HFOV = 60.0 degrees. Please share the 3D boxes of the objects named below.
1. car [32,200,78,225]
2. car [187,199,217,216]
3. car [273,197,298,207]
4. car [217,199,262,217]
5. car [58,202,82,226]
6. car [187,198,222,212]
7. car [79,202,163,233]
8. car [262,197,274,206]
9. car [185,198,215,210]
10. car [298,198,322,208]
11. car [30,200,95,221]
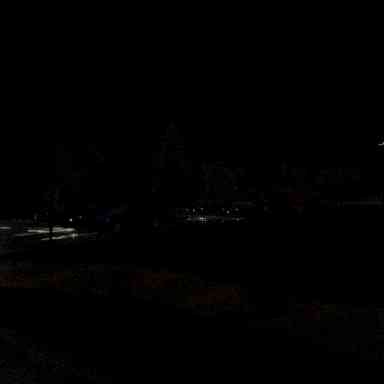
[{"bbox_3d":[-9.156,1.491,24.486,2.128,1.511,4.902,0,0,36],"label":"car"},{"bbox_3d":[1.613,1.504,33.331,1.837,1.490,4.892,0,0,36],"label":"car"},{"bbox_3d":[15.026,1.547,51.594,2.033,1.411,5.357,0,0,36],"label":"car"},{"bbox_3d":[4.575,1.526,31.427,1.812,1.442,4.674,0,0,36],"label":"car"},{"bbox_3d":[-6.387,1.564,22.345,1.994,1.385,4.181,0,0,36],"label":"car"},{"bbox_3d":[1.510,1.526,39.112,1.812,1.442,4.674,0,0,36],"label":"car"},{"bbox_3d":[-3.862,1.478,19.860,1.882,1.535,5.008,0,0,36],"label":"car"},{"bbox_3d":[12.345,1.523,53.853,1.882,1.535,5.008,0,0,36],"label":"car"},{"bbox_3d":[1.136,1.564,44.555,1.994,1.385,4.181,0,0,36],"label":"car"},{"bbox_3d":[17.800,1.600,49.459,1.895,1.301,4.718,0,0,36],"label":"car"},{"bbox_3d":[-10.821,1.505,28.147,1.837,1.490,4.892,0,0,36],"label":"car"}]
